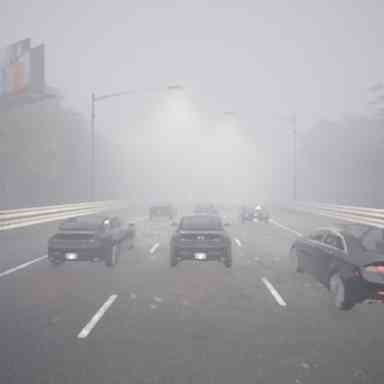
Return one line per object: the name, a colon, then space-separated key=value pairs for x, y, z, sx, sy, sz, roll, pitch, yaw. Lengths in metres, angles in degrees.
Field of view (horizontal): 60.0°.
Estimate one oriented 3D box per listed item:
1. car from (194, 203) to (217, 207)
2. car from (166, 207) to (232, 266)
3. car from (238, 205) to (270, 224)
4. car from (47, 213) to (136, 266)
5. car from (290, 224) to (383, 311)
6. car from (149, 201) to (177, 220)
car: x=1.093 y=1.544 z=26.993 sx=1.994 sy=1.385 sz=4.181 roll=0 pitch=0 yaw=4
car: x=0.309 y=1.495 z=11.481 sx=1.837 sy=1.490 sz=4.892 roll=0 pitch=0 yaw=2
car: x=4.430 y=1.587 z=24.573 sx=1.895 sy=1.301 sz=4.718 roll=0 pitch=0 yaw=4
car: x=-3.195 y=1.490 z=11.439 sx=1.837 sy=1.490 sz=4.892 roll=0 pitch=0 yaw=2
car: x=3.693 y=1.489 z=7.711 sx=2.128 sy=1.511 sz=4.902 roll=0 pitch=0 yaw=2
car: x=-2.339 y=1.453 z=28.067 sx=1.882 sy=1.535 sz=5.008 roll=0 pitch=0 yaw=4
